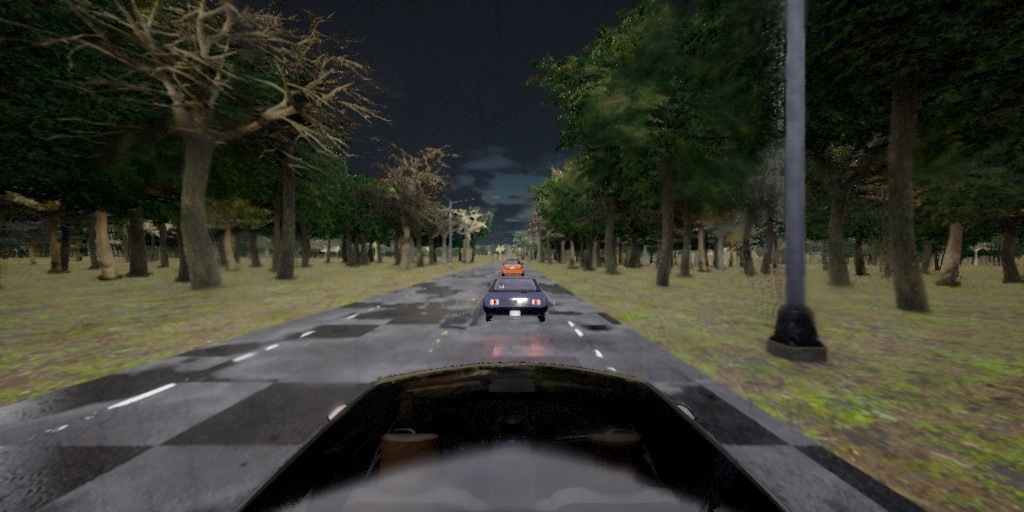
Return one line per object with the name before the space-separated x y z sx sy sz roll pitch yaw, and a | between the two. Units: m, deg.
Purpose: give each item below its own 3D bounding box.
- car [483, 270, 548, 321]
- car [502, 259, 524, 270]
car | 0.097 1.344 12.432 1.895 1.301 4.718 0 0 0
car | 0.091 1.077 34.671 2.097 1.767 4.553 0 0 0
